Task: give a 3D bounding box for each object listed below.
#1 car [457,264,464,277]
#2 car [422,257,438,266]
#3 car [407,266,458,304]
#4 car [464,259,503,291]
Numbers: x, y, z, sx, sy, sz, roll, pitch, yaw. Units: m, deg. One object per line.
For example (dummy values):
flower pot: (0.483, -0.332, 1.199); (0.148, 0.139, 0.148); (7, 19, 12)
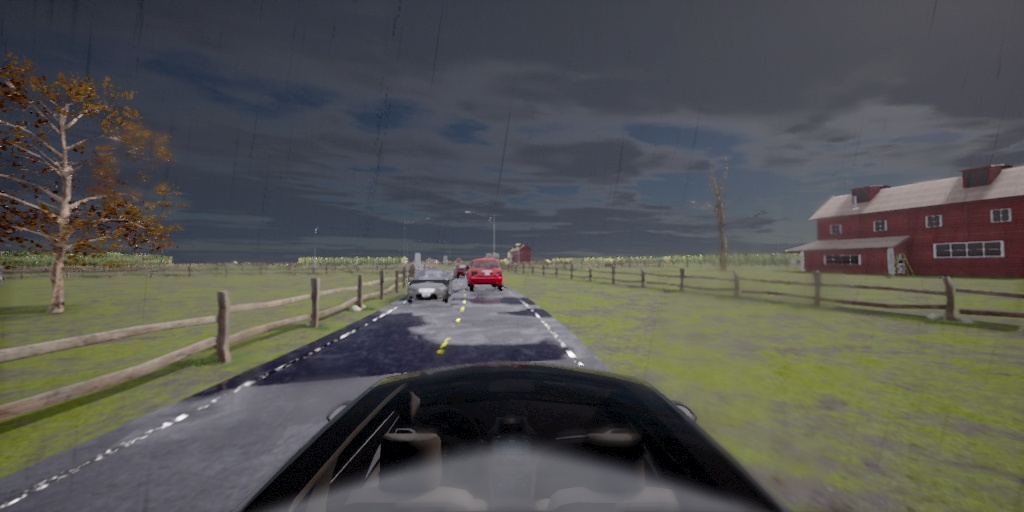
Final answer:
car: (-5.533, 1.681, 40.825); (1.882, 1.535, 5.008); (0, -1, -14)
car: (-13.118, 1.225, 57.403); (2.150, 2.045, 5.566); (0, -1, -16)
car: (-3.934, 1.417, 17.689); (2.128, 1.511, 4.902); (0, -1, -7)
car: (-1.966, 1.238, 24.857); (2.150, 2.045, 5.566); (0, -1, -9)
